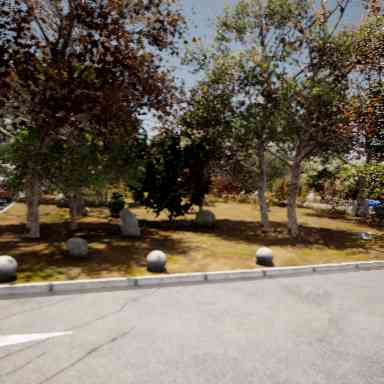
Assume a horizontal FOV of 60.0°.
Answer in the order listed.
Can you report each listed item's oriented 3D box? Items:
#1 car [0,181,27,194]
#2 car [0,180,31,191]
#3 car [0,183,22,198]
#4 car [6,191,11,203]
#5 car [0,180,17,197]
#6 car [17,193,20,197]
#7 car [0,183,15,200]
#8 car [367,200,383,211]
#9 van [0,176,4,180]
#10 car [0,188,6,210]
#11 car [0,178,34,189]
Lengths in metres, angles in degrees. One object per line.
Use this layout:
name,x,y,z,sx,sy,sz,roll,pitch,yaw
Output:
car,-24.518,-0.646,43.737,4.792,1.488,2.163,3,1,-23
car,-27.725,-1.031,51.413,4.792,1.488,2.163,3,1,-23
car,-21.235,-0.246,36.097,4.674,1.452,2.002,3,1,-23
car,-15.800,0.367,23.341,4.892,1.521,2.231,3,1,-23
car,-17.931,-0.019,28.454,4.553,1.767,2.185,3,1,-23
car,-19.060,0.014,30.995,4.674,1.452,2.002,3,1,-23
car,-16.876,0.236,25.896,5.008,1.535,2.097,3,1,-23
car,23.742,1.754,45.167,1.882,1.535,5.008,3,2,-23
van,-22.194,-0.634,38.689,4.442,1.987,1.878,3,1,-23
car,-14.684,0.528,20.806,4.792,1.488,2.163,3,1,-23
car,-31.006,-1.450,59.055,5.008,1.535,2.097,3,1,-23
